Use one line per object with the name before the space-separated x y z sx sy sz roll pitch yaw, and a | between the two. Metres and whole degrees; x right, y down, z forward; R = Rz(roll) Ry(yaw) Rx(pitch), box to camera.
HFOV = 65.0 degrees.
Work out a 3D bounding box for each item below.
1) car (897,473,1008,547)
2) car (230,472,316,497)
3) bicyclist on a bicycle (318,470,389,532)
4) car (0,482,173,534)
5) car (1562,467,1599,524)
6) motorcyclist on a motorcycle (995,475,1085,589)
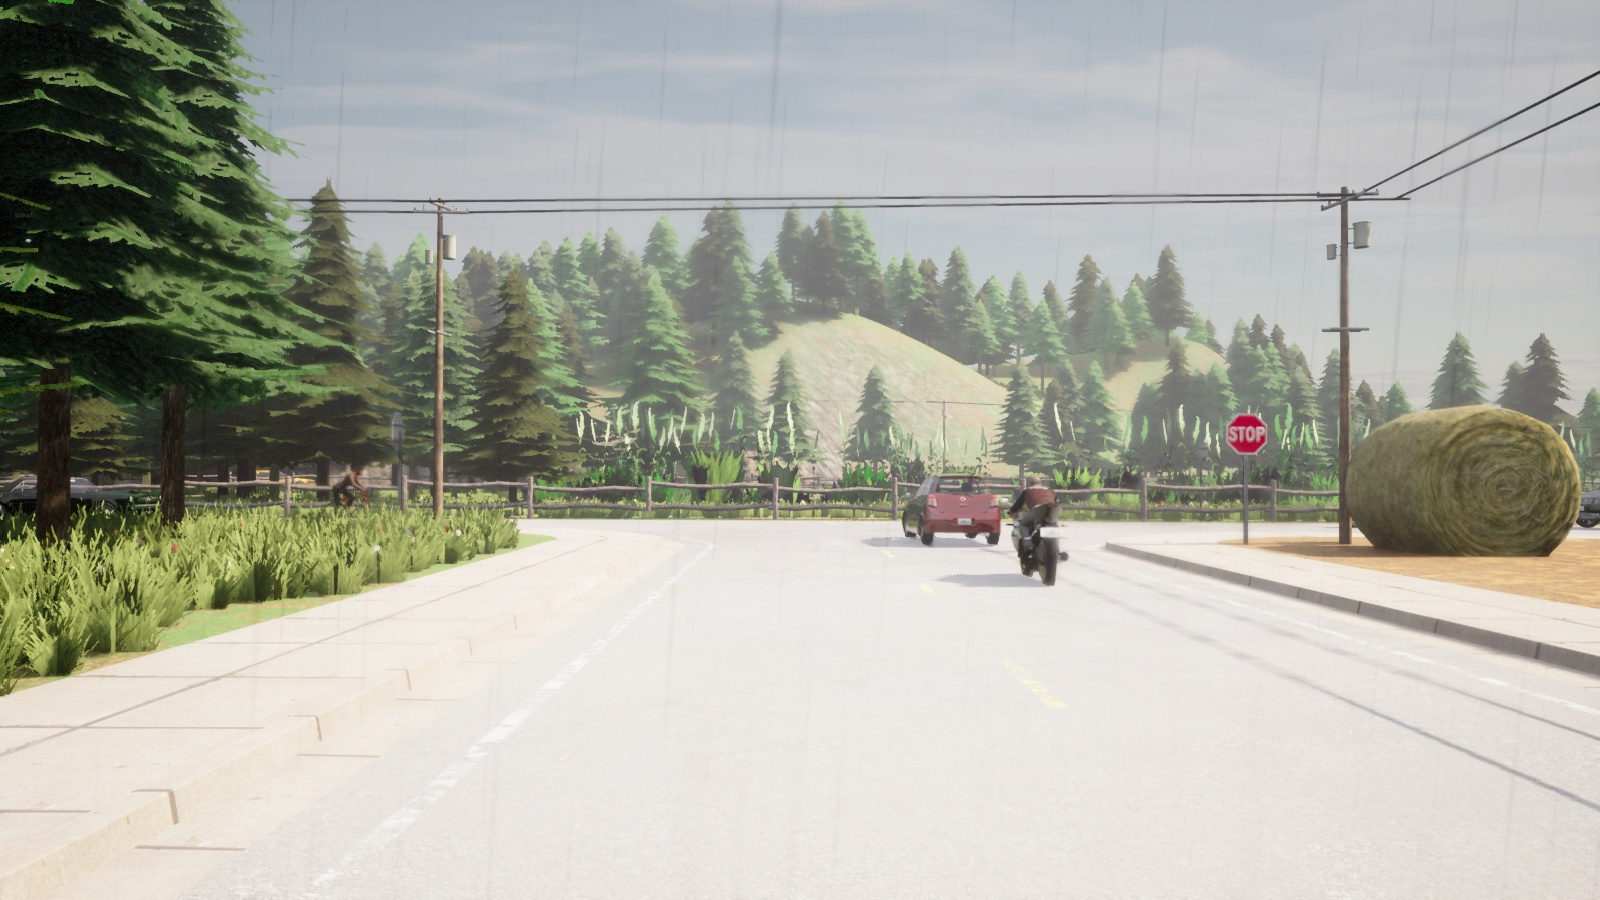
car | 3.309 1.278 27.932 1.845 1.501 3.633 0 -1 -3
car | -35.656 2.321 85.081 5.366 1.575 1.801 0 -1 -22
bicyclist on a bicycle | -11.723 1.332 32.986 1.656 1.620 0.582 0 -1 3
car | -19.468 1.516 33.320 4.718 1.301 1.895 0 -1 2
car | 23.568 1.248 34.871 3.705 1.549 1.789 0 -1 3
motorcyclist on a motorcycle | 3.450 1.142 18.263 0.866 1.530 2.191 0 -1 0
